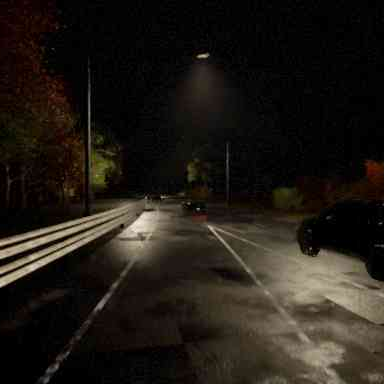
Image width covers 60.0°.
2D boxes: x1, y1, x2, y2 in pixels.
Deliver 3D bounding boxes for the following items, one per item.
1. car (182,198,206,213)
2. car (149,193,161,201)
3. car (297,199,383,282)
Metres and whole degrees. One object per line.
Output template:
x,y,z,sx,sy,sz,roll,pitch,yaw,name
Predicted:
0.130,1.440,35.429,1.837,1.490,4.892,0,0,-12,car
-8.174,1.233,76.041,1.837,1.490,4.892,0,0,-12,car
5.358,1.225,9.991,2.150,2.045,5.566,1,0,-12,car
